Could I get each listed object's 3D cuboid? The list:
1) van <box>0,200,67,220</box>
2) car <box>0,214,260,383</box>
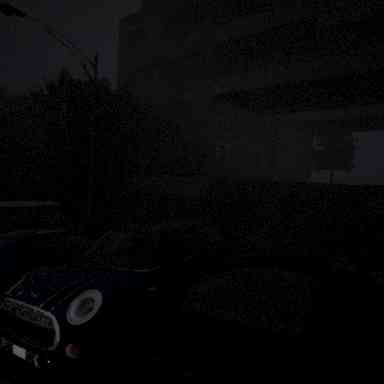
[{"bbox_3d":[-5.317,1.247,9.212,1.878,1.987,4.442,0,0,35],"label":"van"},{"bbox_3d":[-0.818,1.352,5.900,2.185,1.767,4.553,0,0,36],"label":"car"}]
